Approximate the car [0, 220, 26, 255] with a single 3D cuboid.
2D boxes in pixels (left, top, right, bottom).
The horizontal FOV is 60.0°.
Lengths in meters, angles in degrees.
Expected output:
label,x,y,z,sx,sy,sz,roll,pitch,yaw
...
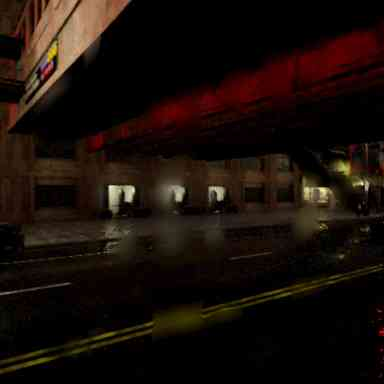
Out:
label,x,y,z,sx,sy,sz,roll,pitch,yaw
car,-7.976,1.480,10.469,4.892,1.521,2.231,0,0,-26
